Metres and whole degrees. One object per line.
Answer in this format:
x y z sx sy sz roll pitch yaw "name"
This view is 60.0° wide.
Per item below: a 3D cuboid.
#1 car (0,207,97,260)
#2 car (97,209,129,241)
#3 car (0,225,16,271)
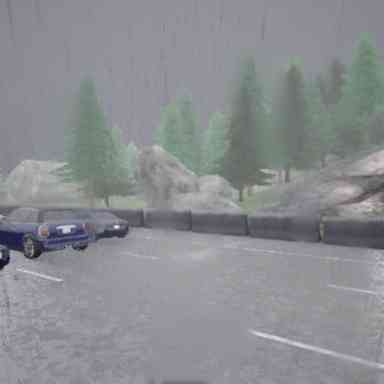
-6.005 1.330 12.571 4.553 1.767 2.097 0 0 35 "car"
-5.038 1.540 16.180 4.181 1.385 1.994 0 0 35 "car"
-6.943 1.581 8.942 4.718 1.301 1.895 0 0 35 "car"
